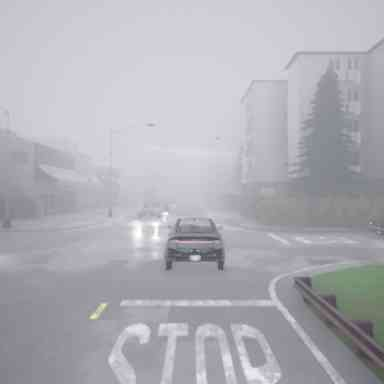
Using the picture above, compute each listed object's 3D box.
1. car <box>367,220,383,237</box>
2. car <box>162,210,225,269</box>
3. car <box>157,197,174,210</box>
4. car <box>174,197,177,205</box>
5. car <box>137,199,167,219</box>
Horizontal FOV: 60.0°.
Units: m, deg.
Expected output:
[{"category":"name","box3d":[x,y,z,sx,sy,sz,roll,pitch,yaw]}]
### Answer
[{"category":"car","box3d":[11.846,1.775,17.463,4.718,1.301,1.895,0,0,-6]},{"category":"car","box3d":[0.090,1.638,11.813,2.128,1.511,4.902,0,0,0]},{"category":"car","box3d":[-3.639,1.489,39.945,2.128,1.511,4.902,0,0,0]},{"category":"car","box3d":[-3.583,1.544,58.811,2.033,1.411,5.357,0,0,0]},{"category":"car","box3d":[-3.631,1.599,29.576,1.895,1.301,4.718,0,0,0]}]
